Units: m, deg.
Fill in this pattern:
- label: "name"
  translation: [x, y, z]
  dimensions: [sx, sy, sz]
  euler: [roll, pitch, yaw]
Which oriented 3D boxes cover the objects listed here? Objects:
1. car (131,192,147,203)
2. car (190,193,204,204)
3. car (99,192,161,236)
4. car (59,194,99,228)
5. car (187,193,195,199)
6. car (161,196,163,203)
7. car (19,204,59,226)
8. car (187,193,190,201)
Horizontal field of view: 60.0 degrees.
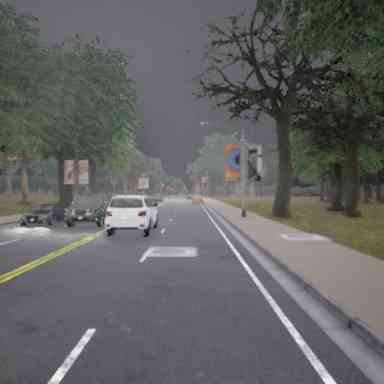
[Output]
- label: "car"
  translation: [-9.932, 1.037, 62.969]
  dimensions: [2.150, 2.045, 5.566]
  euler: [0, 0, 0]
- label: "car"
  translation: [0.995, 1.314, 57.430]
  dimensions: [1.882, 1.535, 5.008]
  euler: [0, 0, 0]
- label: "car"
  translation: [-3.162, 1.186, 18.276]
  dimensions: [2.150, 2.045, 5.566]
  euler: [0, 0, 0]
- label: "car"
  translation: [-6.619, 1.174, 22.394]
  dimensions: [2.150, 2.045, 5.566]
  euler: [0, 0, 0]
- label: "car"
  translation: [-0.297, 1.089, 94.396]
  dimensions: [2.033, 1.411, 5.357]
  euler: [0, 0, 0]
- label: "car"
  translation: [-6.695, 1.167, 63.099]
  dimensions: [2.097, 1.767, 4.553]
  euler: [0, 0, 0]
- label: "car"
  translation: [-9.868, 1.516, 22.544]
  dimensions: [1.994, 1.385, 4.181]
  euler: [0, 0, 0]
- label: "car"
  translation: [-0.213, 1.183, 74.817]
  dimensions: [2.033, 1.411, 5.357]
  euler: [0, 0, 0]
